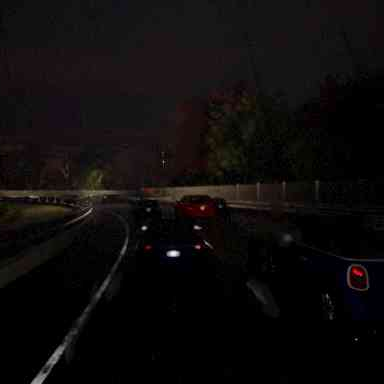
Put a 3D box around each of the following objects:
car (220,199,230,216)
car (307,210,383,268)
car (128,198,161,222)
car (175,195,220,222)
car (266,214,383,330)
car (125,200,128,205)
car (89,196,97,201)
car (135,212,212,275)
[{"bbox_3d":[1.931,1.372,32.357,2.097,1.767,4.553,0,0,-18],"label":"car"},{"bbox_3d":[6.165,1.513,12.207,1.812,1.442,4.674,0,0,-7],"label":"car"},{"bbox_3d":[-3.827,1.390,27.282,2.097,1.767,4.553,0,0,-15],"label":"car"},{"bbox_3d":[0.109,1.244,26.138,2.150,2.045,5.566,0,0,-14],"label":"car"},{"bbox_3d":[3.132,1.346,7.100,2.097,1.767,4.553,0,0,-4],"label":"car"},{"bbox_3d":[-10.314,1.658,59.039,1.994,1.385,4.181,0,0,-30],"label":"car"},{"bbox_3d":[-25.705,1.697,86.430,1.812,1.442,4.674,0,0,-18],"label":"car"},{"bbox_3d":[-0.674,1.576,10.624,1.994,1.385,4.181,0,0,-5],"label":"car"}]
